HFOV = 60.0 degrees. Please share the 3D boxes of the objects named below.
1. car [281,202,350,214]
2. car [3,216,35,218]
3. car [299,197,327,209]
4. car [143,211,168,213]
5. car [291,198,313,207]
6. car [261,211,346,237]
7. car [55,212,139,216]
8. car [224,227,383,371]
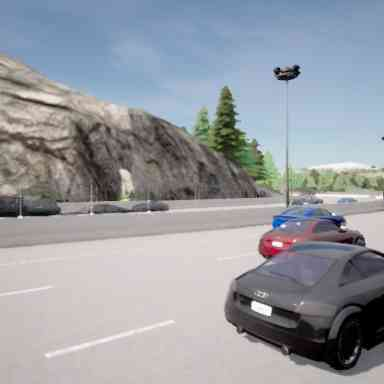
[{"bbox_3d":[6.350,1.499,17.761,5.008,1.535,1.882,0,0,-40],"label":"car"},{"bbox_3d":[-13.093,1.269,20.517,5.566,2.045,2.150,0,0,-36],"label":"car"},{"bbox_3d":[17.785,1.551,48.733,2.128,1.511,4.902,0,0,42],"label":"car"},{"bbox_3d":[-4.468,1.627,36.401,4.181,1.385,1.994,0,0,-42],"label":"car"},{"bbox_3d":[18.035,1.630,54.365,1.994,1.385,4.181,0,0,40],"label":"car"},{"bbox_3d":[4.216,1.578,11.504,4.181,1.385,1.994,0,0,-38],"label":"car"},{"bbox_3d":[-6.155,1.519,21.388,5.008,1.535,1.882,0,0,-38],"label":"car"},{"bbox_3d":[2.561,1.571,5.782,4.181,1.385,1.994,0,0,-37],"label":"car"}]
